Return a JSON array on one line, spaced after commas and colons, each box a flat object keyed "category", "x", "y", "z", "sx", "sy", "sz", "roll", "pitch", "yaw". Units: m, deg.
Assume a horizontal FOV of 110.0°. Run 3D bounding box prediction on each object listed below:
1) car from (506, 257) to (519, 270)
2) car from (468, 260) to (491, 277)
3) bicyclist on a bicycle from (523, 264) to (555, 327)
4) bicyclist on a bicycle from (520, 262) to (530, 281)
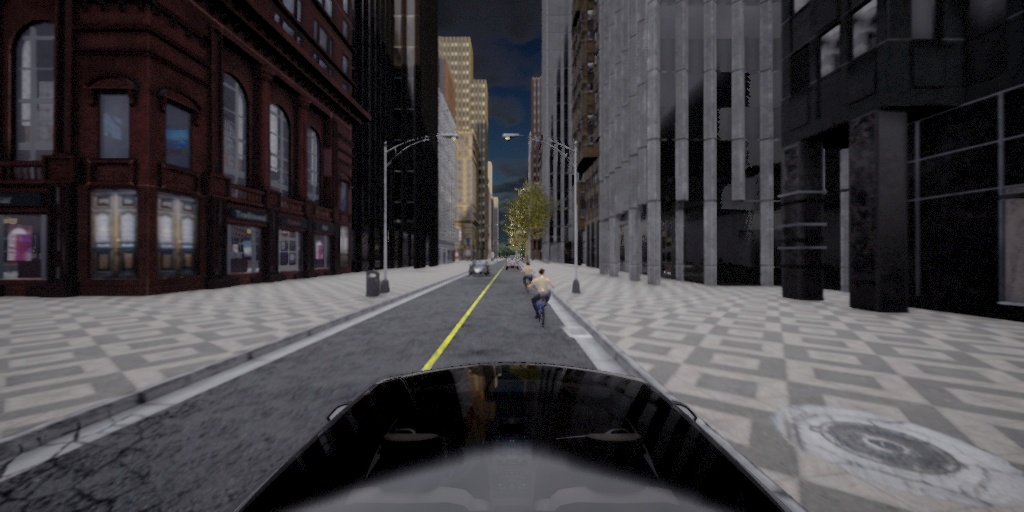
[{"category": "car", "x": 0.061, "y": 1.196, "z": 51.401, "sx": 2.033, "sy": 1.411, "sz": 5.357, "roll": 0, "pitch": 0, "yaw": 0}, {"category": "car", "x": -3.102, "y": 1.155, "z": 34.908, "sx": 2.128, "sy": 1.511, "sz": 4.902, "roll": 0, "pitch": 0, "yaw": 0}, {"category": "bicyclist on a bicycle", "x": 0.848, "y": 1.151, "z": 10.404, "sx": 0.866, "sy": 1.612, "sz": 1.509, "roll": 0, "pitch": 0, "yaw": 0}, {"category": "bicyclist on a bicycle", "x": 0.843, "y": 1.124, "z": 19.231, "sx": 0.866, "sy": 1.612, "sz": 1.509, "roll": 0, "pitch": 0, "yaw": 0}]
